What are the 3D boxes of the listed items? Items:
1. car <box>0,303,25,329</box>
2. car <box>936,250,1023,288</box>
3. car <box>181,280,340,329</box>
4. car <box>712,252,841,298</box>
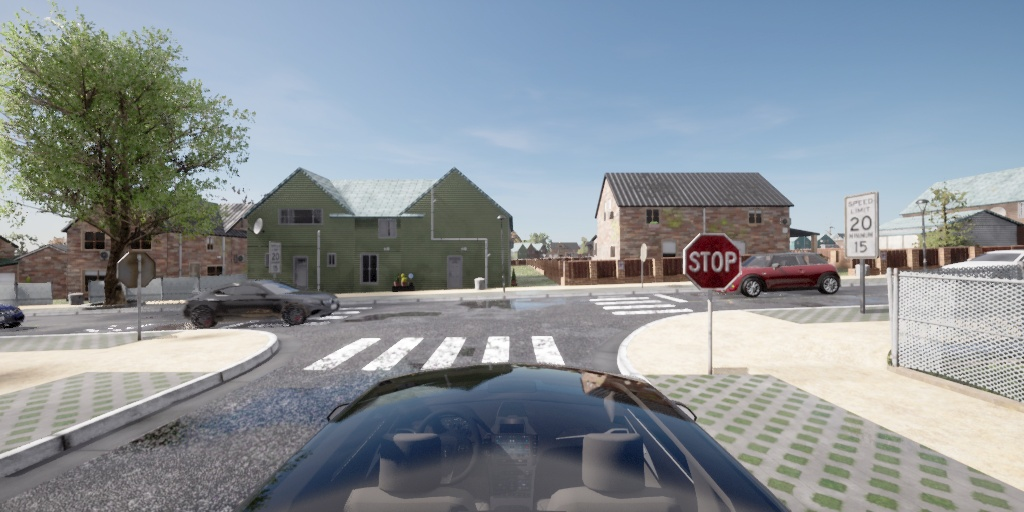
[{"bbox_3d":[-19.556,1.945,12.052,4.674,1.442,1.812,-2,0,0],"label":"car"},{"bbox_3d":[20.507,0.489,14.729,4.674,1.442,1.812,-2,0,1],"label":"car"},{"bbox_3d":[-8.285,1.521,11.971,4.674,1.442,1.812,-2,0,0],"label":"car"},{"bbox_3d":[10.568,0.673,14.747,4.553,1.767,2.097,-2,0,-1],"label":"car"}]
